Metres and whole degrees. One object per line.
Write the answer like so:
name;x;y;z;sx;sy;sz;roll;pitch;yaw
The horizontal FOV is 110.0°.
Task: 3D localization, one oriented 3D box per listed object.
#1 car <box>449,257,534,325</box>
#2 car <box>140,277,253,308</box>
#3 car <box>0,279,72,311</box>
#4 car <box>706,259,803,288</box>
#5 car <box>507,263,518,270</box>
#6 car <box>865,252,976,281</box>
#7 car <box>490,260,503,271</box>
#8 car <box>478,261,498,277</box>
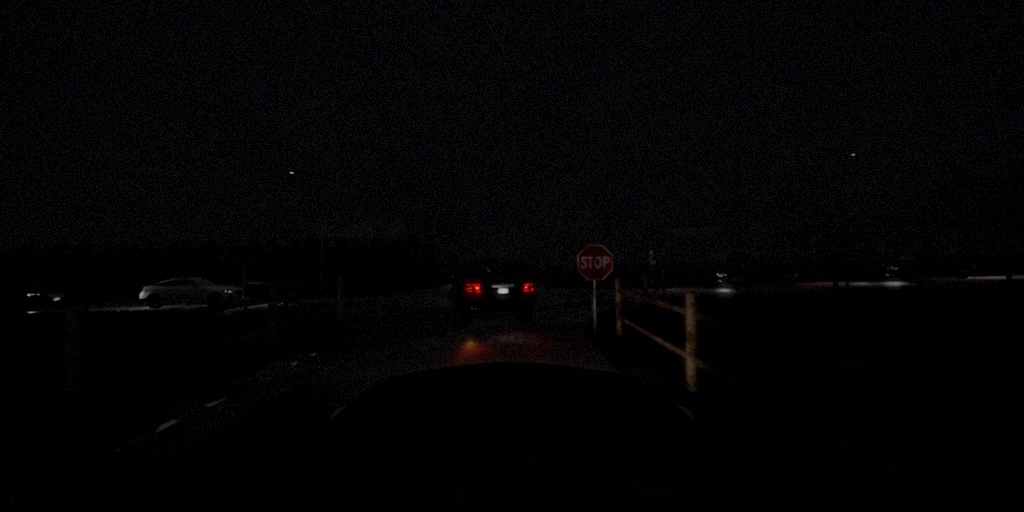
car;-0.881;1.070;12.486;2.150;2.045;5.566;0;0;-14
car;-15.384;1.734;17.574;4.674;1.442;1.812;-1;-3;0
car;-24.713;1.899;17.576;4.902;1.511;2.128;-1;-3;0
car;13.742;0.948;20.521;5.008;1.535;1.882;-2;-3;-1
car;0.023;1.882;64.958;1.895;1.301;4.718;0;0;0
car;23.220;0.587;20.554;5.008;1.535;1.882;-2;-3;0
car;-2.740;1.622;63.603;2.097;1.767;4.553;0;0;0
car;-2.826;1.448;42.625;2.097;1.767;4.553;0;0;0
